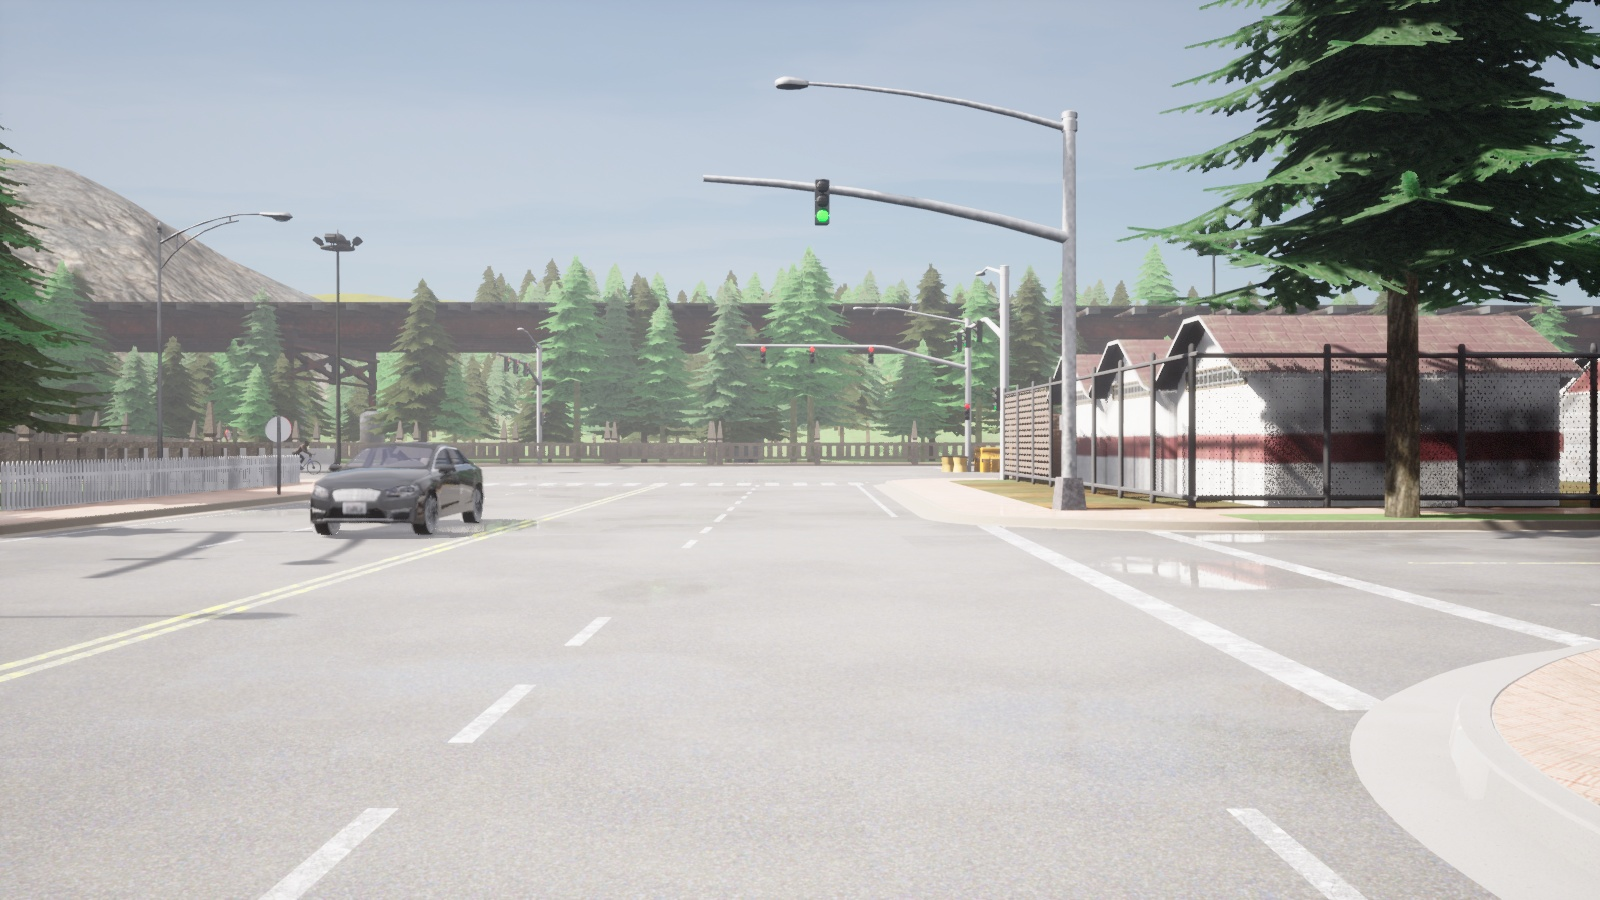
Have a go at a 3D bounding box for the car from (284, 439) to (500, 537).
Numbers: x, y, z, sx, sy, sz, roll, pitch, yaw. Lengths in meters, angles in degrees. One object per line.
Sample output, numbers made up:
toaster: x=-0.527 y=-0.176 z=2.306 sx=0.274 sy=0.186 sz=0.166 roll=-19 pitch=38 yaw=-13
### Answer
car: x=-6.858 y=0.576 z=21.776 sx=2.128 sy=1.511 sz=4.902 roll=0 pitch=0 yaw=0
